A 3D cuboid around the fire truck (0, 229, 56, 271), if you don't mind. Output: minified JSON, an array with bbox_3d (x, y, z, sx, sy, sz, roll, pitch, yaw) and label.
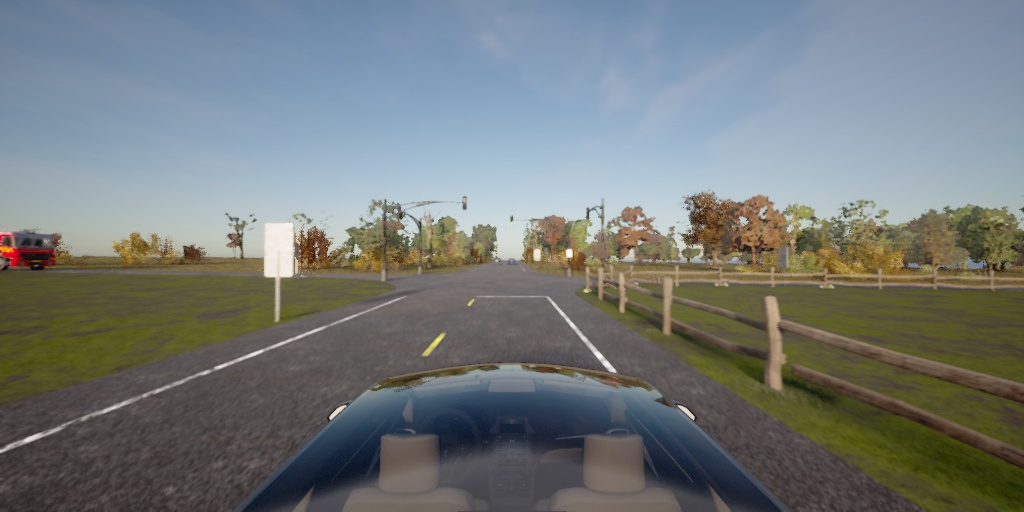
[{"bbox_3d":[-47.970,-0.604,33.309,8.468,3.827,2.891,1,-1,3],"label":"fire truck"}]
